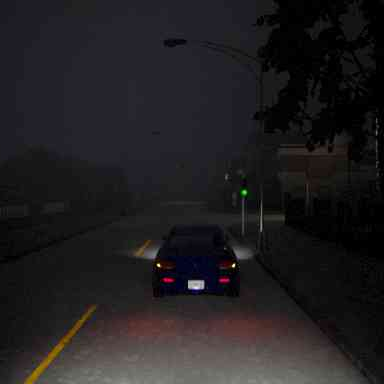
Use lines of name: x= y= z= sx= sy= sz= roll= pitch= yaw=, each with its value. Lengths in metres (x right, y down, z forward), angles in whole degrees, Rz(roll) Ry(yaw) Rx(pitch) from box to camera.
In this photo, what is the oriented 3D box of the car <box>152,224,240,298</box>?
car: x=0.102 y=1.526 z=8.393 sx=1.812 sy=1.442 sz=4.674 roll=0 pitch=0 yaw=1
